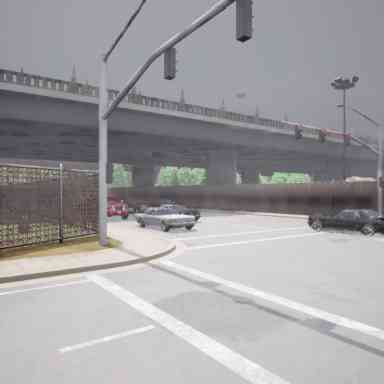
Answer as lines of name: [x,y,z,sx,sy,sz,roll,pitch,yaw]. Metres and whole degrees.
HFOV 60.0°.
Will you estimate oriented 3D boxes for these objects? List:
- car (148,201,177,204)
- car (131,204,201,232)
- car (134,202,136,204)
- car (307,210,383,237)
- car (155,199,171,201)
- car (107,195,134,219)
car: [-1.327,1.656,26.338,1.895,1.301,4.718,0,0,-36]
car: [-1.753,1.656,20.916,1.895,1.301,4.718,0,0,-36]
car: [-6.439,1.619,33.481,1.994,1.385,4.181,0,0,-36]
car: [8.848,1.627,18.464,1.895,1.301,4.718,0,0,-36]
car: [-3.819,1.603,42.203,2.033,1.411,5.357,0,0,-36]
car: [-7.428,1.277,28.852,2.150,2.045,5.566,0,0,-36]
